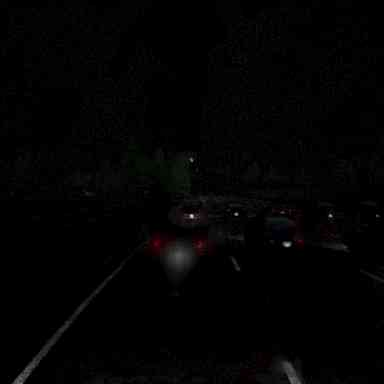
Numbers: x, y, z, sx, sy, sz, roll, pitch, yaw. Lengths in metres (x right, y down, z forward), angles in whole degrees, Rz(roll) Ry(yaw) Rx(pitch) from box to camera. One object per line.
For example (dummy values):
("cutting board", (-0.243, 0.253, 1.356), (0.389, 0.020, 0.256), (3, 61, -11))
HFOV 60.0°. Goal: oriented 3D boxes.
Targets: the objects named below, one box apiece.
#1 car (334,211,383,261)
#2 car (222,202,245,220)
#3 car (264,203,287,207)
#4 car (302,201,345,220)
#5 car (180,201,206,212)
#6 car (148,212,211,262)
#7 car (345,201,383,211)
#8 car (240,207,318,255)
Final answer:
("car", (6.640, 1.561, 10.409), (2.033, 1.411, 5.357), (0, 0, 2))
("car", (3.563, 1.563, 28.360), (1.812, 1.442, 4.674), (0, 0, 2))
("car", (7.050, 1.602, 27.853), (1.994, 1.385, 4.181), (0, 0, 2))
("car", (10.540, 1.542, 27.541), (1.837, 1.490, 4.892), (0, 0, 2))
("car", (0.042, 1.543, 27.761), (1.837, 1.490, 4.892), (0, 0, 2))
("car", (-0.308, 1.617, 12.143), (1.895, 1.301, 4.718), (0, 0, 2))
("car", (14.039, 1.542, 27.465), (1.837, 1.490, 4.892), (0, 0, 2))
("car", (3.233, 1.543, 13.336), (1.812, 1.442, 4.674), (0, 0, 2))
